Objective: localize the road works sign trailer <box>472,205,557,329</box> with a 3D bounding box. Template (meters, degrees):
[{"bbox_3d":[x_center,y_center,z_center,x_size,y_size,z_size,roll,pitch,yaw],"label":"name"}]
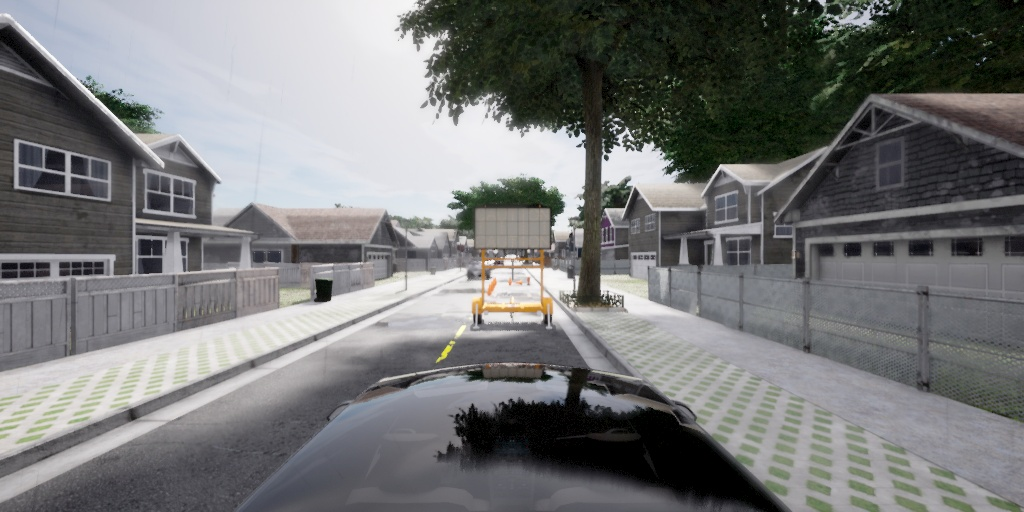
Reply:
[{"bbox_3d":[0.023,0.209,11.244,2.380,3.560,2.880,0,0,0],"label":"road works sign trailer"}]

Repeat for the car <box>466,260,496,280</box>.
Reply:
[{"bbox_3d":[-2.795,1.211,31.040,2.128,1.511,4.902,0,0,0],"label":"car"}]
